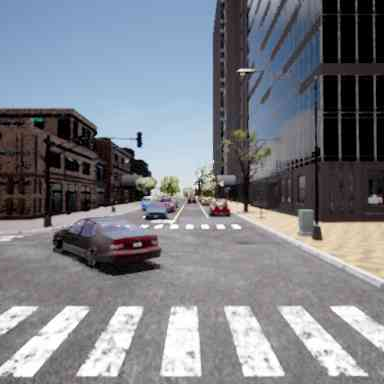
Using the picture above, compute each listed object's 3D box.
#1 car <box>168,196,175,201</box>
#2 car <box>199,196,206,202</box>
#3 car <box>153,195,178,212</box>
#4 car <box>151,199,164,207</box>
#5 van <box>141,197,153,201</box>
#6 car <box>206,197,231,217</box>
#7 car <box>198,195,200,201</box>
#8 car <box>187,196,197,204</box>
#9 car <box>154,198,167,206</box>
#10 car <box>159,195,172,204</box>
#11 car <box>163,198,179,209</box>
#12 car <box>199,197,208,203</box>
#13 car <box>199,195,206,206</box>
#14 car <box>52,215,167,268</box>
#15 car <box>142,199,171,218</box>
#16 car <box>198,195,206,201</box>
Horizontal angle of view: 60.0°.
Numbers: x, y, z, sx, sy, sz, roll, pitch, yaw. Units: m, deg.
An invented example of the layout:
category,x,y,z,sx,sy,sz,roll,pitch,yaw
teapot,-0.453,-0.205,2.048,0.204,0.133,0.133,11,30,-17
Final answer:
category,x,y,z,sx,sy,sz,roll,pitch,yaw
car,-5.677,1.864,93.758,1.752,1.417,4.829,1,0,0
car,2.704,1.845,88.552,1.752,1.417,4.829,1,0,0
car,-3.094,1.495,39.918,2.097,1.767,4.553,0,0,0
car,-5.678,1.780,55.186,1.802,1.307,4.206,1,0,0
van,-5.675,1.500,44.118,1.690,1.788,3.998,1,0,0
car,2.704,1.559,33.034,1.967,1.590,4.097,1,0,0
car,2.703,1.765,66.413,1.752,1.417,4.829,1,0,0
car,0.002,1.610,70.547,2.097,1.767,4.553,0,0,0
car,-5.678,1.784,60.721,1.947,1.339,4.313,1,0,0
car,-5.674,1.574,71.790,2.192,1.841,5.009,1,0,0
car,-3.065,1.672,50.295,2.128,1.511,4.902,0,0,0
car,2.703,1.824,77.313,1.887,1.381,4.507,1,0,0
car,2.703,1.745,60.879,1.752,1.417,4.829,1,0,0
car,-3.194,1.589,11.644,2.033,1.411,5.357,0,0,-39
car,-3.123,1.655,30.019,2.033,1.411,5.357,0,0,-3
car,2.707,1.654,93.918,2.192,1.841,5.009,1,0,0
